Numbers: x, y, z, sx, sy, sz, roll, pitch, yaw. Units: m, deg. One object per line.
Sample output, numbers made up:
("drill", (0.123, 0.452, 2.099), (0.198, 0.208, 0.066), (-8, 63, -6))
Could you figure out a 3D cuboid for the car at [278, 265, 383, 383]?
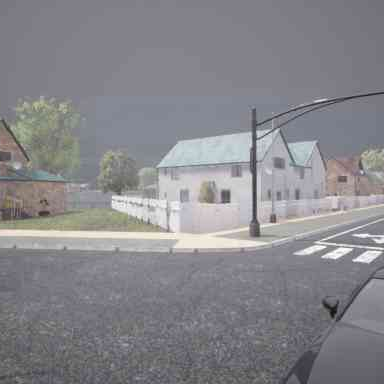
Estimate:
("car", (2.517, 1.524, 3.390), (1.812, 1.442, 4.674), (0, 0, 42))
